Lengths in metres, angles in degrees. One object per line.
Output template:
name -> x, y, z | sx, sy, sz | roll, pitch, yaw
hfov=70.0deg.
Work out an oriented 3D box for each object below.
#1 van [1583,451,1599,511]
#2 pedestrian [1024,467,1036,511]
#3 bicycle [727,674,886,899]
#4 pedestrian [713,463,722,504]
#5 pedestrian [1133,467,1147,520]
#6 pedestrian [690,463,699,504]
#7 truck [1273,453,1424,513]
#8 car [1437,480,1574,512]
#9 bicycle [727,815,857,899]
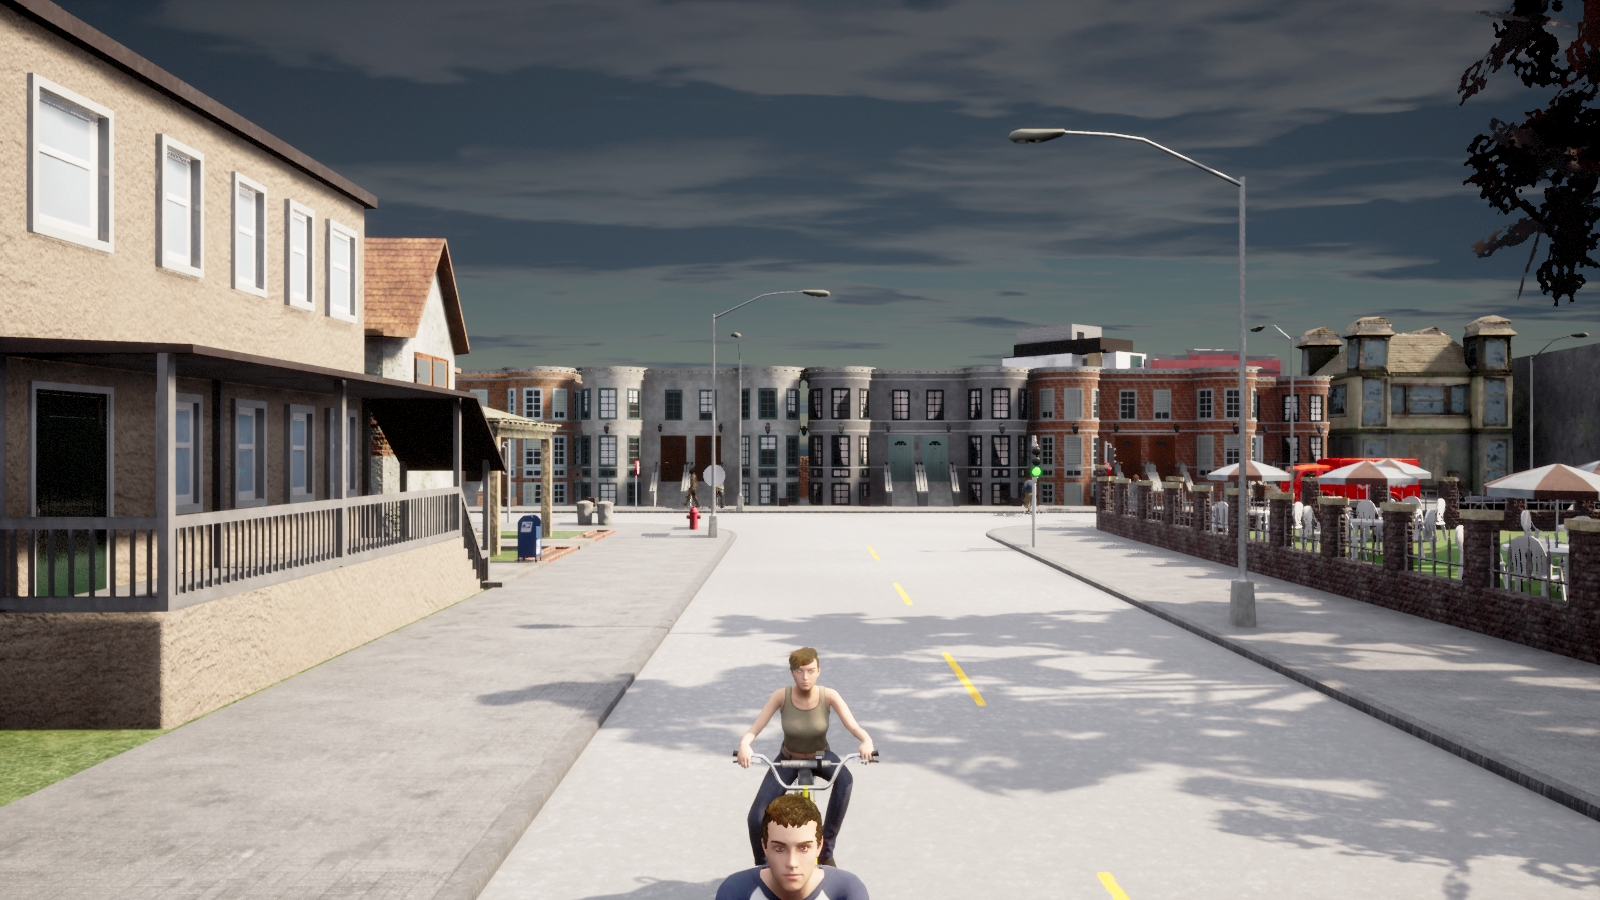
van -> 37.194, 1.334, 48.909 | 5.915, 2.561, 1.988 | 0, 0, 1
pedestrian -> 9.791, 1.649, 48.683 | 0.375, 1.860, 0.375 | 0, 0, -20
bicycle -> 0.033, 2.040, 6.906 | 0.859, 1.080, 1.487 | 0, 0, 0
pedestrian -> -3.776, 1.546, 52.231 | 0.375, 1.860, 0.375 | 0, 0, -3
pedestrian -> 11.930, 1.532, 40.087 | 0.375, 1.860, 0.375 | 0, 0, 0
pedestrian -> -4.903, 1.546, 53.050 | 0.375, 1.860, 0.375 | 0, 0, 6
truck -> 23.374, 1.365, 48.875 | 5.204, 2.467, 2.627 | 0, 0, 0
car -> 30.125, 1.955, 48.889 | 4.718, 1.301, 1.895 | 0, 0, 0
bicycle -> -0.022, 1.938, 3.212 | 0.373, 1.296, 1.643 | 0, 0, 0
